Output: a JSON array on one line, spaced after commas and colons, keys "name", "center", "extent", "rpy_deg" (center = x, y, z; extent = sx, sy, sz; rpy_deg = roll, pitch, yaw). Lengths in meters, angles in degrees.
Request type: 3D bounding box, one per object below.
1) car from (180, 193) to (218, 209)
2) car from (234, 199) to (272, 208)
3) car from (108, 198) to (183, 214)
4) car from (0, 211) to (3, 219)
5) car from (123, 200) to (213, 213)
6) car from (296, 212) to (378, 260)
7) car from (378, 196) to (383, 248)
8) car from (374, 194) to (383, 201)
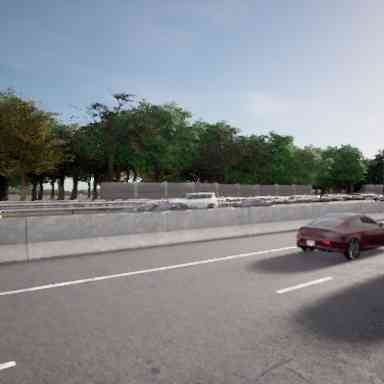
[{"name": "car", "center": [0.119, 1.103, 34.180], "extent": [5.566, 2.045, 2.150], "rpy_deg": [-1, 0, -36]}, {"name": "car", "center": [6.270, 1.403, 34.265], "extent": [4.181, 1.385, 1.994], "rpy_deg": [-1, 0, -35]}, {"name": "car", "center": [-3.428, 1.441, 23.047], "extent": [4.902, 1.511, 2.128], "rpy_deg": [0, 0, -36]}, {"name": "car", "center": [-13.968, 1.526, 19.826], "extent": [4.674, 1.442, 1.812], "rpy_deg": [0, 0, -35]}, {"name": "car", "center": [-1.391, 1.455, 20.202], "extent": [4.892, 1.490, 1.837], "rpy_deg": [-1, 0, -36]}, {"name": "car", "center": [5.728, 1.468, 12.138], "extent": [4.674, 1.442, 1.812], "rpy_deg": [0, 0, -36]}, {"name": "car", "center": [7.721, 1.164, 9.260], "extent": [5.566, 2.045, 2.150], "rpy_deg": [0, 0, -36]}, {"name": "car", "center": [34.002, 0.966, 58.250], "extent": [5.357, 1.411, 2.033], "rpy_deg": [-1, 1, -35]}]
